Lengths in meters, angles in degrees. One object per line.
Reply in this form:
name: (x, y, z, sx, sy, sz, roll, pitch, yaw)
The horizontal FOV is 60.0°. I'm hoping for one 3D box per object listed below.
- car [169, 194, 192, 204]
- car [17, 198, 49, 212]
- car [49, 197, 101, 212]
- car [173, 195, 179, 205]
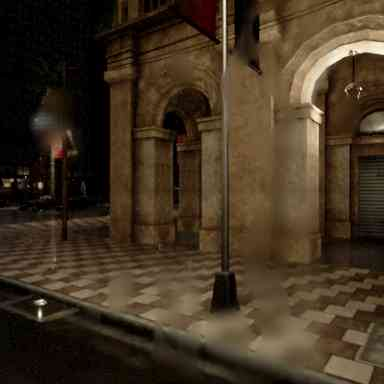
car: (-2.265, 1.352, 65.545, 2.185, 1.767, 4.553, 0, 0, 35)
car: (-17.752, 1.489, 38.832, 2.128, 1.511, 4.902, 0, 0, 36)
car: (-13.523, 1.503, 38.717, 1.837, 1.490, 4.892, 0, 0, 36)
car: (-4.066, 1.349, 57.812, 2.097, 1.767, 4.553, 0, 0, 36)
